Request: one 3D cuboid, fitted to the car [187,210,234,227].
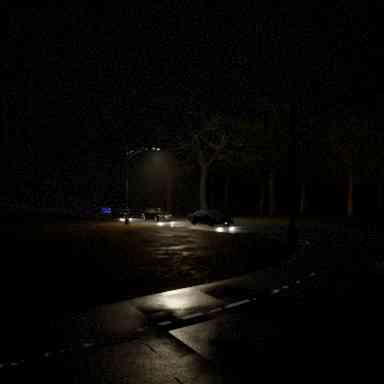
[{"bbox_3d":[1.478,2.281,29.669,2.033,1.411,5.357,0,-2,-30],"label":"car"}]

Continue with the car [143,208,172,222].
[{"bbox_3d":[-4.029,2.578,38.028,1.837,1.490,4.892,1,-2,-33],"label":"car"}]

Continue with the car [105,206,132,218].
[{"bbox_3d":[-10.185,2.927,47.435,2.128,1.511,4.902,1,-2,-33],"label":"car"}]

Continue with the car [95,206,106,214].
[{"bbox_3d":[-17.635,3.510,65.336,1.882,1.535,5.008,1,-2,-33],"label":"car"}]

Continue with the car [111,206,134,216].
[{"bbox_3d":[-11.919,3.222,56.618,2.128,1.511,4.902,1,-2,-33],"label":"car"}]
